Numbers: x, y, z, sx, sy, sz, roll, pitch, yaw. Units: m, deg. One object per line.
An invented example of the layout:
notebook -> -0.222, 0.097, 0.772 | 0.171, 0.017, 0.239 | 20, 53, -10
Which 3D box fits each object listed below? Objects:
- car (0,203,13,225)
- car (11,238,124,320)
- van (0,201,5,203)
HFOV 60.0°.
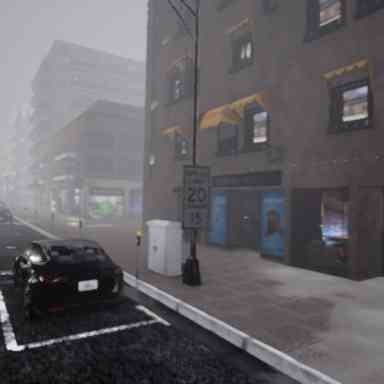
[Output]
car -> -15.257, 1.852, 26.312 | 1.887, 1.381, 4.507 | 2, -2, -33
car -> -2.985, 1.705, 7.632 | 1.947, 1.339, 4.313 | 2, -2, -33
van -> -18.320, 1.690, 30.987 | 1.690, 1.788, 3.998 | 2, -2, -33
